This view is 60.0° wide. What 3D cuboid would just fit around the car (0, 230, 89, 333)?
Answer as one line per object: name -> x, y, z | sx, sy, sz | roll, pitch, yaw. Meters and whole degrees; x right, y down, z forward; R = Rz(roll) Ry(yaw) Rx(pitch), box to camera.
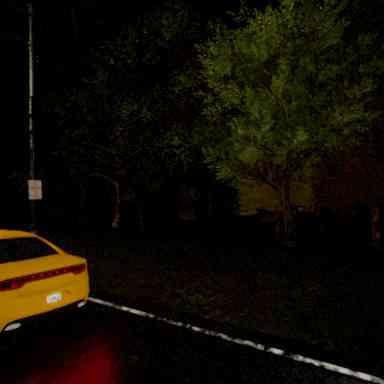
car -> -4.191, 1.518, 6.690 | 5.008, 1.535, 1.882 | 0, 1, 36
